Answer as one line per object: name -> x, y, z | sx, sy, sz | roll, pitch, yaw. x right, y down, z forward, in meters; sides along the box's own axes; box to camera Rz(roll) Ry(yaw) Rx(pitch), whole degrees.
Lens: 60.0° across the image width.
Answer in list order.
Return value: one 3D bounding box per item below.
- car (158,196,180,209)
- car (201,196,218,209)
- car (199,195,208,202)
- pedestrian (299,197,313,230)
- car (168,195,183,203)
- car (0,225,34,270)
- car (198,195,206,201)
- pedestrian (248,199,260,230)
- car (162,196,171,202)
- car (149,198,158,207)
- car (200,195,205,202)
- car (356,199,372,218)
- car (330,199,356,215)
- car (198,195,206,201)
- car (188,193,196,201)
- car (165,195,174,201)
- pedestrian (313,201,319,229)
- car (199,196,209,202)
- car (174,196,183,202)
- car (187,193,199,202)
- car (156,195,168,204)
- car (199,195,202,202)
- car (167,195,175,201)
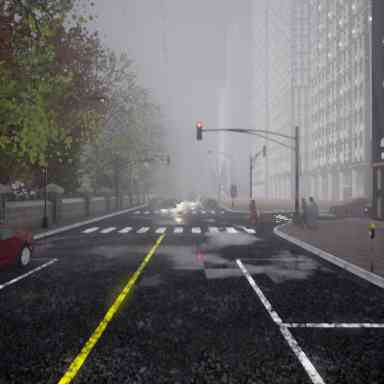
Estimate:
car -> -3.100, 1.572, 44.952 | 1.994, 1.385, 4.181 | 0, 0, 0
car -> 2.680, 1.576, 46.593 | 1.947, 1.339, 4.313 | 0, 0, 0
car -> 2.673, 1.484, 80.388 | 1.967, 1.590, 4.097 | 0, 0, 0
pedestrian -> 6.119, 1.139, 17.951 | 0.375, 1.860, 0.375 | 0, 0, 0
car -> -3.074, 1.513, 60.760 | 2.128, 1.511, 4.902 | 0, 0, 0
car -> -5.819, 1.543, 8.673 | 1.887, 1.381, 4.507 | 0, 0, 0
car -> 2.670, 1.611, 91.652 | 2.008, 1.369, 4.403 | 0, 0, 0
pedestrian -> 3.565, 1.291, 19.150 | 0.375, 1.860, 0.375 | 0, 0, 0
car -> -5.706, 1.561, 74.585 | 1.752, 1.417, 4.829 | 0, 0, 0
car -> -5.701, 1.596, 52.224 | 1.802, 1.307, 4.206 | 0, 0, 0
car -> 2.679, 1.580, 52.226 | 1.947, 1.339, 4.313 | 0, 0, 0
car -> 14.668, 1.274, 24.005 | 4.313, 1.339, 1.947 | -1, 1, 0
car -> 14.659, 1.295, 29.807 | 4.181, 1.385, 1.994 | -1, 0, 0
car -> 2.672, 1.492, 86.020 | 1.967, 1.590, 4.097 | 0, 0, 0
car -> -0.020, 1.149, 83.909 | 2.150, 2.045, 5.566 | 0, 0, 0
car -> -5.708, 1.492, 86.018 | 1.967, 1.590, 4.097 | 0, 0, 0
pedestrian -> 6.754, 1.136, 18.551 | 0.375, 1.860, 0.375 | 0, 0, 0
car -> 2.675, 1.581, 74.757 | 1.887, 1.381, 4.507 | 0, 0, 0
car -> -3.017, 1.542, 75.581 | 1.812, 1.442, 4.674 | 0, 0, 0
car -> -0.017, 1.565, 73.463 | 2.033, 1.411, 5.357 | 0, 0, 0
car -> -5.703, 1.464, 63.489 | 1.967, 1.590, 4.097 | 0, 0, 0
car -> 2.678, 1.584, 57.859 | 1.947, 1.339, 4.313 | 0, 0, 0
car -> -5.711, 1.605, 91.650 | 1.887, 1.381, 4.507 | 0, 0, 0
